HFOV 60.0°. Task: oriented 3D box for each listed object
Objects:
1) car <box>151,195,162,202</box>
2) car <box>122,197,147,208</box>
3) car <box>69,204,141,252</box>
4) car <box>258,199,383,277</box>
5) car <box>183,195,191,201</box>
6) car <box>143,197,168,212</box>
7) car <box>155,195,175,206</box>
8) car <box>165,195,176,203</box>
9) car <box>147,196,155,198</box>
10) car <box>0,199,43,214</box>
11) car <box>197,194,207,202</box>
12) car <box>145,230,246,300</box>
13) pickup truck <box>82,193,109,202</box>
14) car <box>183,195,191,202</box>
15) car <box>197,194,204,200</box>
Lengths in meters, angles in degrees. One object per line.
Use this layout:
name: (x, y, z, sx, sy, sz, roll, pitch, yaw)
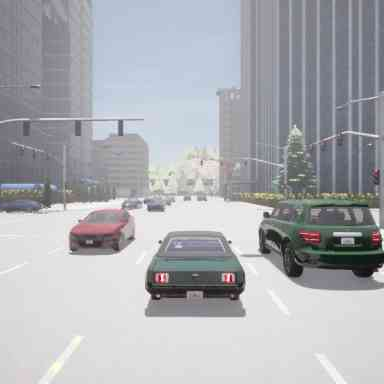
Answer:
car: (-8.078, 1.512, 76.887, 2.128, 1.511, 4.902, 0, 0, -1)
car: (-7.941, 1.491, 44.397, 2.128, 1.511, 4.902, 0, 0, 3)
car: (-3.608, 1.477, 14.129, 1.882, 1.535, 5.008, 0, 0, 0)
car: (3.588, 1.221, 10.349, 2.150, 2.045, 5.566, 0, 0, 0)
car: (-1.244, 1.540, 88.871, 2.033, 1.411, 5.357, 0, 0, -1)
car: (-4.077, 1.601, 38.153, 1.895, 1.301, 4.718, 0, 0, -1)
car: (-4.335, 1.491, 53.129, 2.128, 1.511, 4.902, 0, 0, -1)
car: (-4.470, 1.502, 69.217, 2.128, 1.511, 4.902, 0, 0, -1)
car: (-7.929, 1.601, 62.073, 1.895, 1.301, 4.718, 0, 0, 0)
car: (-18.266, 1.525, 35.283, 4.674, 1.442, 1.812, 0, 0, -2)
car: (2.397, 1.348, 78.784, 2.097, 1.767, 4.553, 0, 0, -1)
car: (0.076, 1.601, 8.321, 1.895, 1.301, 4.718, 0, 0, 0)
pickup truck: (-21.151, 1.058, 73.381, 2.390, 2.098, 6.274, 0, 0, 30)
car: (-1.099, 1.500, 78.516, 1.837, 1.490, 4.892, 0, 0, -1)
car: (2.254, 1.386, 89.065, 1.882, 1.535, 5.008, 0, 0, -1)
